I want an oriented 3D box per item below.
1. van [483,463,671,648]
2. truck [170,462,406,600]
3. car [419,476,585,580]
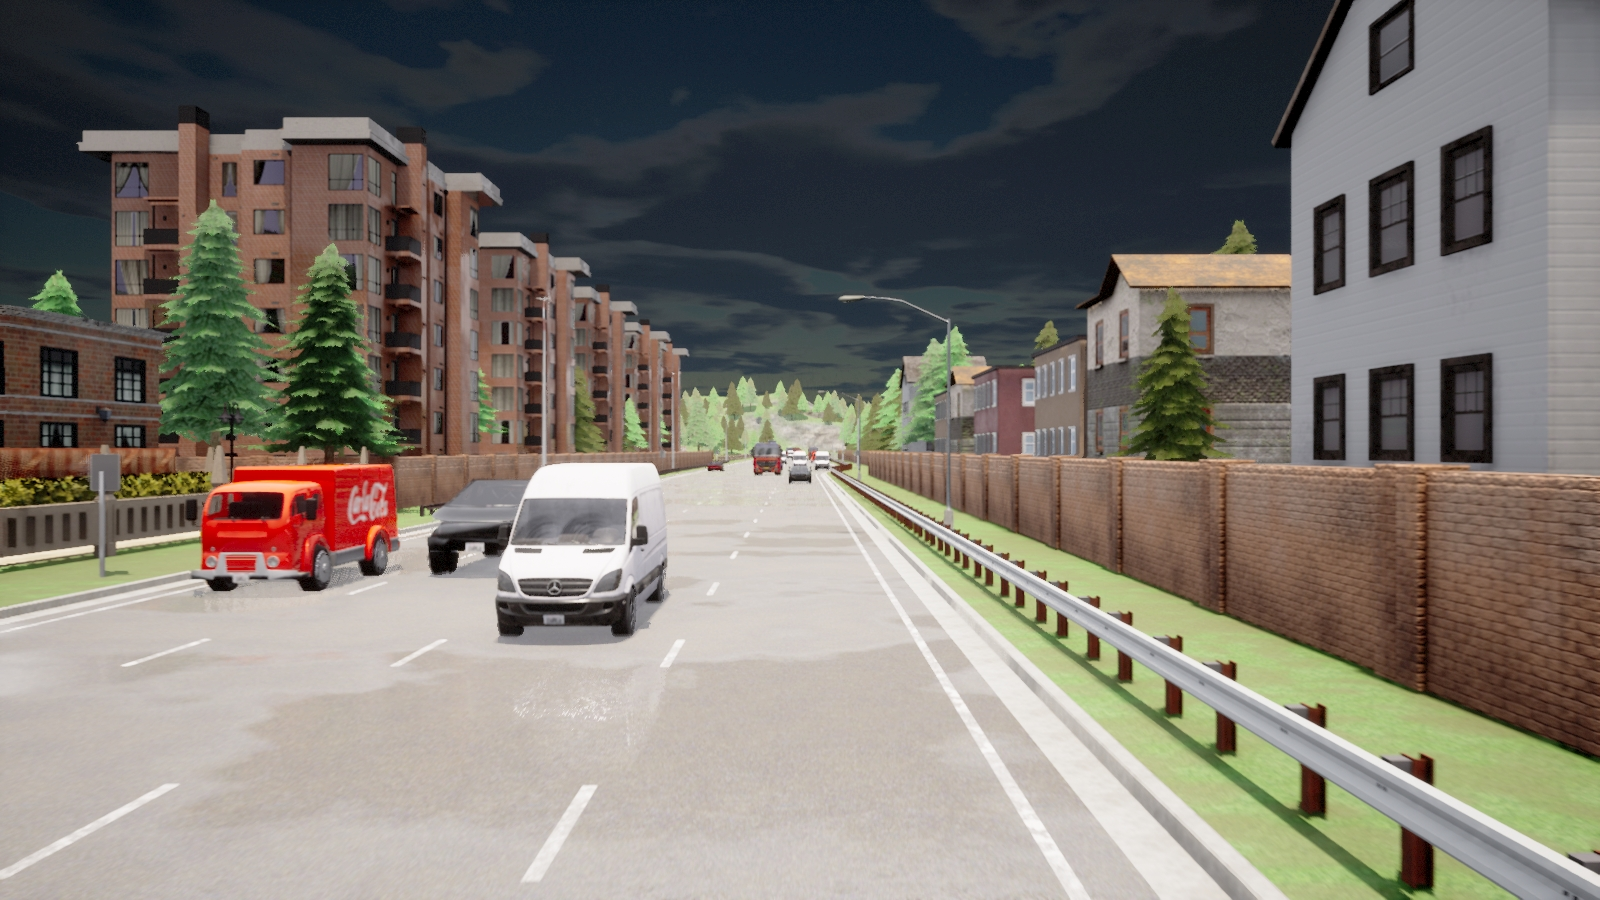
[{"bbox_3d":[-3.494,1.527,19.144,1.988,2.561,5.915,0,0,0],"label":"van"},{"bbox_3d":[-10.499,1.551,24.053,2.627,2.467,5.204,0,1,0],"label":"truck"},{"bbox_3d":[-7.000,1.744,27.699,2.390,2.098,6.274,0,0,0],"label":"car"}]
